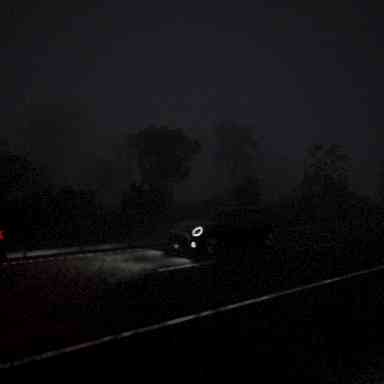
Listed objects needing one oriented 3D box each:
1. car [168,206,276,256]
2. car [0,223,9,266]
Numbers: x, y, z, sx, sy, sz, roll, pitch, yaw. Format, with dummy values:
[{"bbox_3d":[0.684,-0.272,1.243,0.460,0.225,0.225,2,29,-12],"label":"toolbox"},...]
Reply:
[{"bbox_3d":[1.261,1.392,13.372,4.553,1.767,2.097,0,0,-36],"label":"car"},{"bbox_3d":[-7.238,1.215,7.366,5.566,2.045,2.150,1,0,-35],"label":"car"}]
